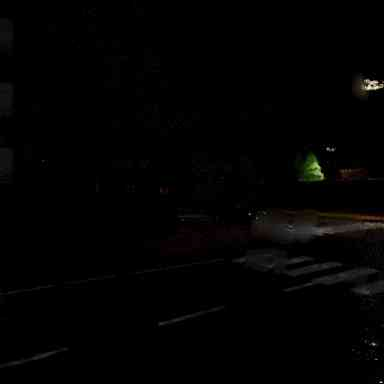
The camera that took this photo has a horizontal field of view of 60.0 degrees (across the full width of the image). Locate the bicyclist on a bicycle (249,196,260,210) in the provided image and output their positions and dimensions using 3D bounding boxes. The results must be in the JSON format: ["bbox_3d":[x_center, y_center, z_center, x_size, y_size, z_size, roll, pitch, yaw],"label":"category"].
[{"bbox_3d":[6.623,1.243,35.258,1.656,1.620,0.582,0,0,-35],"label":"bicyclist on a bicycle"}]

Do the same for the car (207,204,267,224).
[{"bbox_3d":[3.243,1.556,24.495,1.895,1.301,4.718,0,0,-35],"label":"car"}]

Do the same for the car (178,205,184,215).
[{"bbox_3d":[-2.698,1.480,32.912,1.812,1.442,4.674,0,0,-35],"label":"car"}]
